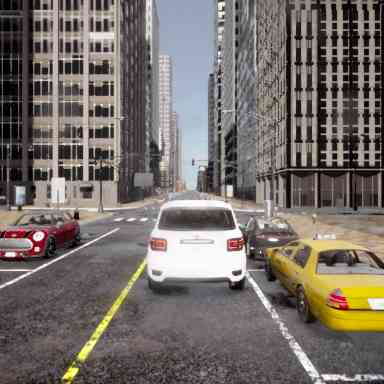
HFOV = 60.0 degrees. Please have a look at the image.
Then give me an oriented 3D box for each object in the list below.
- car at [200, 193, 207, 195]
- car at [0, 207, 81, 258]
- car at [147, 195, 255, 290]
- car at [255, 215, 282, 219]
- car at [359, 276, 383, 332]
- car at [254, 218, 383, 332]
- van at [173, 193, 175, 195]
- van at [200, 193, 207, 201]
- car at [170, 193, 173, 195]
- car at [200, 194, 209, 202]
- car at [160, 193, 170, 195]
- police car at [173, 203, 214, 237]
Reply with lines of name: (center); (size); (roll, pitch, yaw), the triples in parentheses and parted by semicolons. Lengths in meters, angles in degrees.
car: (2.802, 1.380, 61.705); (1.967, 1.590, 4.097); (0, 0, 0)
car: (-5.685, 1.438, 12.445); (1.967, 1.590, 4.097); (0, 0, 0)
car: (0.102, 1.220, 9.230); (2.150, 2.045, 5.566); (0, 0, 0)
car: (2.695, 1.548, 12.445); (2.008, 1.369, 4.403); (0, 0, 0)
car: (2.692, 1.551, 1.106); (2.008, 1.369, 4.403); (0, 0, 0)
car: (2.693, 1.525, 6.947); (1.752, 1.417, 4.829); (0, 0, 0)
van: (-5.668, 1.225, 84.448); (1.690, 1.788, 3.998); (0, 0, 0)
van: (2.711, 1.240, 78.758); (1.690, 1.788, 3.998); (0, 0, 0)
car: (-5.702, 1.242, 67.393); (2.192, 1.841, 5.009); (0, 0, 0)
car: (2.709, 1.353, 73.073); (1.967, 1.590, 4.097); (0, 0, 0)
car: (-5.769, 1.380, 61.708); (1.967, 1.590, 4.097); (0, 0, 0)
police car: (0.101, 1.498, 19.150); (2.038, 1.542, 4.974); (0, 0, 1)
